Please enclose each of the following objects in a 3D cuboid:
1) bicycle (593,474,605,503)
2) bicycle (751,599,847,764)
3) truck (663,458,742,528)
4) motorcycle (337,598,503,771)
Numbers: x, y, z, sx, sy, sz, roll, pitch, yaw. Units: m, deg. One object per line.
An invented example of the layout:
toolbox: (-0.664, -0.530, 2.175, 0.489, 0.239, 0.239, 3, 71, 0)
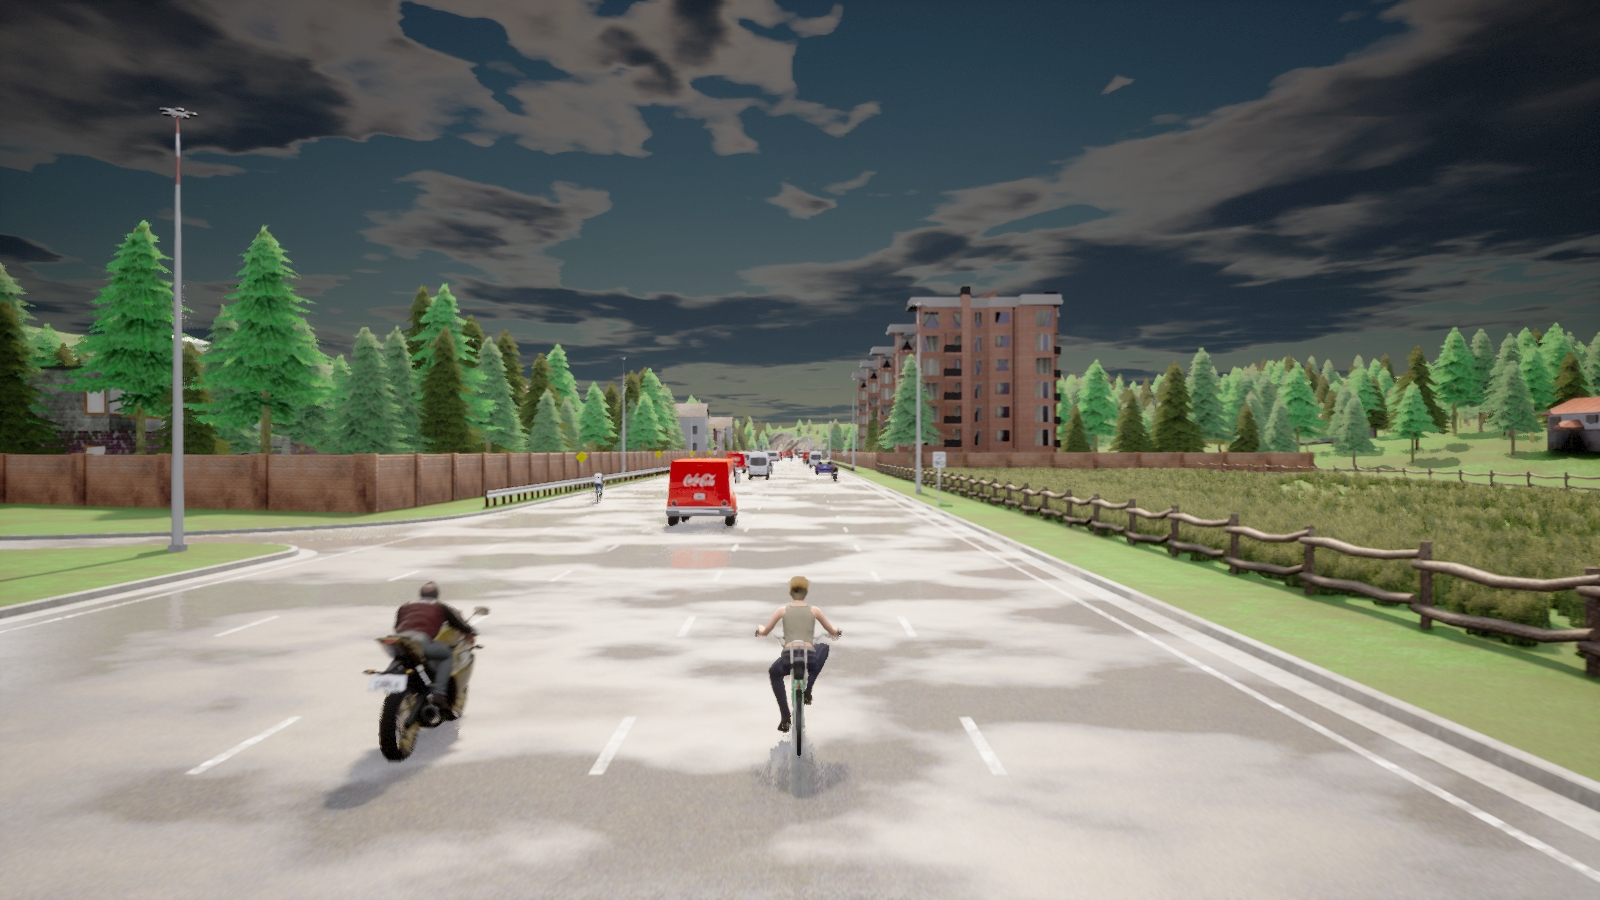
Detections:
bicycle: (-10.696, 2.057, 60.852, 0.373, 1.496, 1.643, 0, 0, 0)
bicycle: (-0.014, 2.158, 10.937, 0.859, 1.276, 1.487, 0, 0, -1)
truck: (-3.655, 1.571, 43.934, 2.627, 2.467, 5.204, 0, 0, 0)
motorcycle: (-3.631, 2.205, 11.160, 0.867, 1.251, 2.209, 0, 0, 1)
